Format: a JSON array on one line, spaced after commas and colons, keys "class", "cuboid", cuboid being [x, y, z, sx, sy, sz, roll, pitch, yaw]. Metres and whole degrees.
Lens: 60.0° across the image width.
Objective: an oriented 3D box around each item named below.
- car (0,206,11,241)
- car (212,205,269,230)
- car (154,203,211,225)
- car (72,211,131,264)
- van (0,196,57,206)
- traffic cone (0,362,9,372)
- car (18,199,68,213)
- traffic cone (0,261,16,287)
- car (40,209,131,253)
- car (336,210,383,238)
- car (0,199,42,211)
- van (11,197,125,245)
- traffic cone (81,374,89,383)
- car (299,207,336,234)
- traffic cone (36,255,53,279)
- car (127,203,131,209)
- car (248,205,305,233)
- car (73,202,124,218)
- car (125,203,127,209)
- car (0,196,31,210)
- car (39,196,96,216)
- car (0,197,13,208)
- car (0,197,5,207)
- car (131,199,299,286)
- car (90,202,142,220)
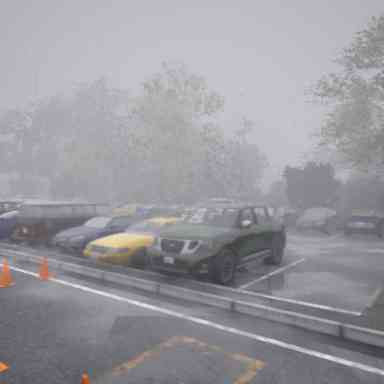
[{"class": "car", "cuboid": [-7.914, 1.616, 17.071, 2.097, 1.535, 5.008, 0, -1, 37]}, {"class": "car", "cuboid": [3.737, 1.768, 24.723, 2.097, 1.535, 5.008, 0, -1, 37]}, {"class": "car", "cuboid": [-0.726, 1.776, 28.023, 2.231, 1.521, 4.892, 0, -1, 37]}, {"class": "car", "cuboid": [-1.269, 1.601, 11.913, 1.946, 1.575, 5.366, 0, -1, 37]}, {"class": "van", "cuboid": [-10.232, 1.391, 18.658, 1.878, 1.987, 4.442, 0, -1, 37]}, {"class": "traffic cone", "cuboid": [-2.593, 1.986, 4.257, 0.340, 0.580, 0.340, 0, -1, 37]}, {"class": "car", "cuboid": [-18.444, 1.698, 41.421, 1.946, 1.575, 5.366, 0, 0, 37]}, {"class": "traffic cone", "cuboid": [-4.609, 2.011, 8.248, 0.340, 0.580, 0.340, 0, -1, 37]}, {"class": "car", "cuboid": [-3.408, 1.649, 13.735, 2.002, 1.452, 4.674, 0, -1, 37]}, {"class": "car", "cuboid": [10.436, 1.789, 19.778, 2.163, 1.488, 4.792, 0, -1, 37]}, {"class": "car", "cuboid": [-23.029, 1.691, 44.558, 2.163, 1.488, 4.792, 0, 0, 37]}, {"class": "van", "cuboid": [-5.589, 1.388, 15.500, 1.878, 1.987, 4.442, 0, -1, 37]}, {"class": "traffic cone", "cuboid": [-0.989, 1.984, 3.063, 0.340, 0.580, 0.340, 0, -1, 37]}, {"class": "car", "cuboid": [8.195, 1.763, 21.414, 2.231, 1.521, 4.892, 0, -1, 37]}, {"class": "traffic cone", "cuboid": [-4.013, 2.023, 9.048, 0.340, 0.580, 0.340, 0, -1, 37]}, {"class": "car", "cuboid": [-2.956, 1.775, 29.680, 2.097, 1.535, 5.008, 0, -1, 37]}, {"class": "car", "cuboid": [5.966, 1.765, 23.068, 2.097, 1.535, 5.008, 0, -1, 37]}, {"class": "car", "cuboid": [-9.625, 1.791, 34.674, 2.163, 1.488, 4.792, 0, -1, 37]}, {"class": "car", "cuboid": [-5.072, 1.773, 31.488, 1.946, 1.575, 5.366, 0, -1, 37]}, {"class": "car", "cuboid": [-25.221, 1.518, 46.263, 2.185, 1.767, 4.553, 0, 0, 37]}, {"class": "car", "cuboid": [-14.079, 1.485, 37.986, 2.435, 2.045, 5.566, 0, 0, 37]}, {"class": "car", "cuboid": [-29.807, 1.601, 49.398, 1.946, 1.575, 5.366, 0, 0, 37]}, {"class": "car", "cuboid": [-31.923, 1.589, 51.207, 2.231, 1.521, 4.892, 0, 0, 37]}, {"class": "car", "cuboid": [1.077, 1.351, 10.370, 2.435, 2.045, 5.566, 0, -1, 37]}, {"class": "car", "cuboid": [-7.425, 1.801, 32.968, 2.163, 1.488, 4.792, 0, -1, 37]}]
